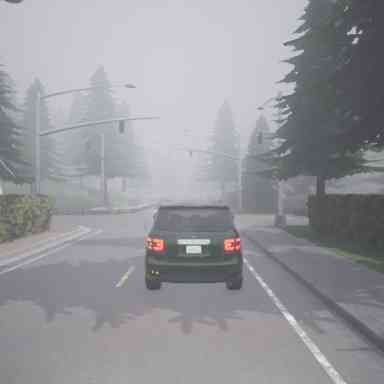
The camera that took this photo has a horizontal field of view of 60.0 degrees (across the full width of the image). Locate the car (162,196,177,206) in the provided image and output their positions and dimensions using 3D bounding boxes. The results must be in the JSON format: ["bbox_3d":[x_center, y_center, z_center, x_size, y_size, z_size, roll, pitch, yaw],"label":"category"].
[{"bbox_3d":[-3.661,1.487,55.238,2.128,1.511,4.902,0,0,0],"label":"car"}]

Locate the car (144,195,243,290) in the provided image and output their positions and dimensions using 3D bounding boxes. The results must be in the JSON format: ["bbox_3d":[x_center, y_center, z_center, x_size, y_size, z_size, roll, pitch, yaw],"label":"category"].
[{"bbox_3d":[0.052,1.221,9.208,2.150,2.045,5.566,0,0,0],"label":"car"}]

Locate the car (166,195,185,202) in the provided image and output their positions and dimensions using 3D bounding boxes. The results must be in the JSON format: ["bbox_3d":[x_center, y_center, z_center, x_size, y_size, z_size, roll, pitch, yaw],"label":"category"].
[{"bbox_3d":[-3.820,1.477,74.421,1.882,1.535,5.008,0,0,-35],"label":"car"}]

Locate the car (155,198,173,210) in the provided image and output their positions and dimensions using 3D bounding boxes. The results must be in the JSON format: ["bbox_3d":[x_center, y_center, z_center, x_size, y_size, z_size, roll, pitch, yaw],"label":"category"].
[{"bbox_3d":[-3.644,1.563,43.611,1.994,1.385,4.181,0,0,0],"label":"car"}]

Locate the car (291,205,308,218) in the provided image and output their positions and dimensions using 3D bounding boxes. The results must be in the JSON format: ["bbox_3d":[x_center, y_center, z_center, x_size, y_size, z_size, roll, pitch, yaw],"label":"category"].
[{"bbox_3d":[11.140,1.510,29.318,4.674,1.442,1.812,0,0,0],"label":"car"}]

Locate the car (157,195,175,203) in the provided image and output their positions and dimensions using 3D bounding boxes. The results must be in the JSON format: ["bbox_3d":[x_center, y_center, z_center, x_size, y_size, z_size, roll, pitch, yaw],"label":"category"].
[{"bbox_3d":[-5.502,1.524,70.510,2.128,1.511,4.902,0,0,-28],"label":"car"}]
